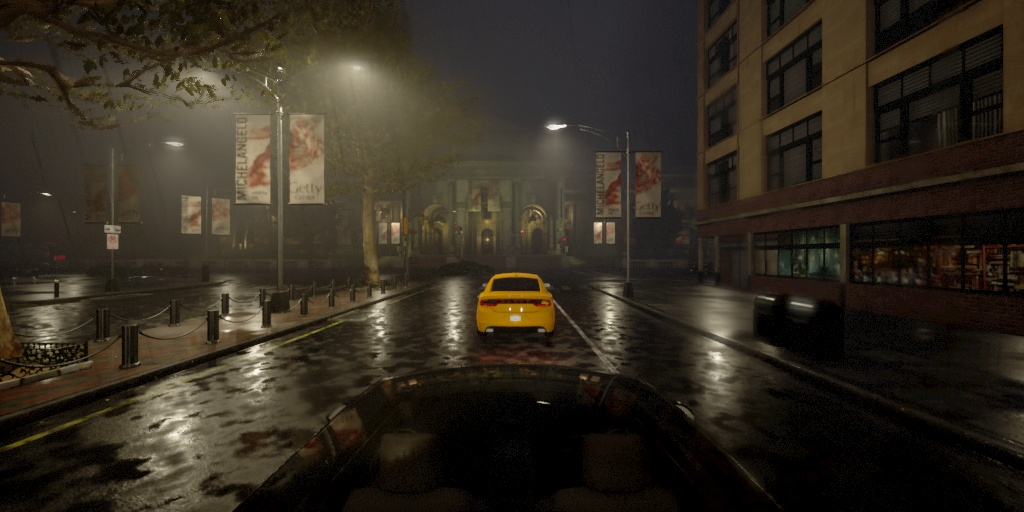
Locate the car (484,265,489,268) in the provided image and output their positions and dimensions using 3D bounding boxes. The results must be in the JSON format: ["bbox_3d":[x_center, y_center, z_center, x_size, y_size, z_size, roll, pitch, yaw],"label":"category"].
[{"bbox_3d":[-4.418,1.227,37.955,5.008,1.535,1.882,0,0,1],"label":"car"}]

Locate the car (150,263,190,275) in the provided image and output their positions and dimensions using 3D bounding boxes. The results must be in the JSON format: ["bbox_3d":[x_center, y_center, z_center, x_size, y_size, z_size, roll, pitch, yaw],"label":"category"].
[{"bbox_3d":[-37.398,1.350,38.338,4.718,1.301,1.895,0,0,1],"label":"car"}]

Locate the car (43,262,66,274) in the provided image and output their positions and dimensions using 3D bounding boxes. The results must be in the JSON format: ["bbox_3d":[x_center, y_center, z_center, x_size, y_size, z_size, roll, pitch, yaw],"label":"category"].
[{"bbox_3d":[-51.390,1.297,38.336,5.357,1.411,2.033,0,0,-2],"label":"car"}]

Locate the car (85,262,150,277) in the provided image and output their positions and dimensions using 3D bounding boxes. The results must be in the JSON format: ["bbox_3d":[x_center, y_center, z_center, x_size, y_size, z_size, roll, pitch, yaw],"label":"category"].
[{"bbox_3d":[-38.507,1.314,34.841,4.181,1.385,1.994,0,0,0],"label":"car"}]

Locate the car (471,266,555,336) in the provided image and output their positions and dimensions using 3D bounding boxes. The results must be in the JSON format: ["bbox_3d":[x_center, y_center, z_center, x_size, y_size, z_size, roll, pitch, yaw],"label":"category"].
[{"bbox_3d":[0.120,1.228,10.391,1.882,1.535,5.008,0,0,1],"label":"car"}]

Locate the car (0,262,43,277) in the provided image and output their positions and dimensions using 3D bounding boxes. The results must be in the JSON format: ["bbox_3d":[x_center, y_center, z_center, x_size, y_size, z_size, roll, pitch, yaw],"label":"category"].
[{"bbox_3d":[-49.405,1.275,34.869,4.674,1.442,1.812,0,0,-1],"label":"car"}]

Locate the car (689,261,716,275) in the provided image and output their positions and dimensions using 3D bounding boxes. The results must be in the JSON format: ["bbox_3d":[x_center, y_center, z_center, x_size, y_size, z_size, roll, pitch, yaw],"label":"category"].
[{"bbox_3d":[21.277,1.254,37.647,4.892,1.490,1.837,0,0,1],"label":"car"}]

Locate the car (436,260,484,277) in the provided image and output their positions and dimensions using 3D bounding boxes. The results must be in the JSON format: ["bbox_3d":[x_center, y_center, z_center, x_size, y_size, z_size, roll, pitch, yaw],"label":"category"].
[{"bbox_3d":[-5.130,1.313,34.464,4.181,1.385,1.994,0,0,1],"label":"car"}]
